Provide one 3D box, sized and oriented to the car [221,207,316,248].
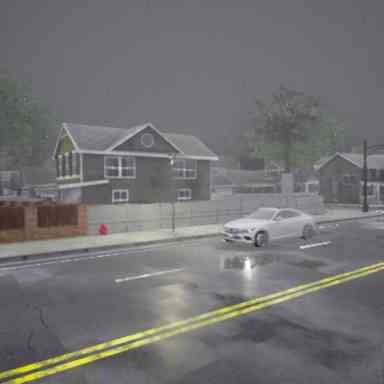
[{"bbox_3d":[3.359,1.366,14.099,4.674,1.442,1.812,-1,0,-36],"label":"car"}]
